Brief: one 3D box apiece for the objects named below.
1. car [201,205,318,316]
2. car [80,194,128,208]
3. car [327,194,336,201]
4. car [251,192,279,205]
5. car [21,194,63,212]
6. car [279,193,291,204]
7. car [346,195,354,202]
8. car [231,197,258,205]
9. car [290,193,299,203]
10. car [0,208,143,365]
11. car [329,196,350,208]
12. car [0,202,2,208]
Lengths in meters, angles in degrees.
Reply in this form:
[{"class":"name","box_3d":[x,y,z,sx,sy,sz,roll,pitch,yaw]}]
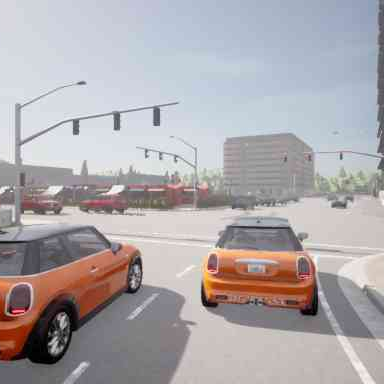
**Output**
[{"class":"car","box_3d":[1.631,1.352,7.851,2.097,1.767,4.553,0,0,14]},{"class":"car","box_3d":[-9.409,1.277,35.482,5.566,2.045,2.150,0,0,28]},{"class":"car","box_3d":[33.631,1.355,79.356,2.097,1.767,4.553,0,0,28]},{"class":"car","box_3d":[11.637,1.221,52.505,2.150,2.045,5.566,0,0,28]},{"class":"car","box_3d":[-16.095,1.277,34.834,5.566,2.045,2.150,0,0,28]},{"class":"car","box_3d":[16.158,1.489,61.117,2.128,1.511,4.902,0,0,28]},{"class":"car","box_3d":[36.766,1.500,77.798,1.837,1.490,4.892,0,0,28]},{"class":"car","box_3d":[6.648,1.601,42.977,1.895,1.301,4.718,0,0,28]},{"class":"car","box_3d":[21.108,1.225,70.482,2.150,2.045,5.566,0,0,28]},{"class":"car","box_3d":[-2.486,1.352,6.145,2.097,1.767,4.553,0,0,10]},{"class":"car","box_3d":[21.534,1.600,48.438,1.895,1.301,4.718,0,0,28]},{"class":"car","box_3d":[-25.241,1.277,39.693,5.566,2.045,2.150,0,0,28]}]
